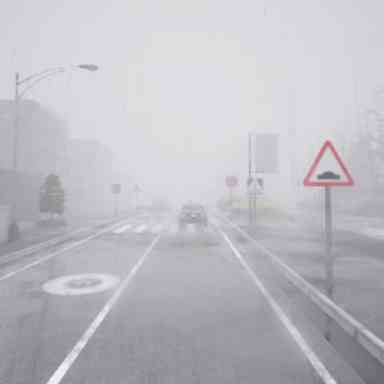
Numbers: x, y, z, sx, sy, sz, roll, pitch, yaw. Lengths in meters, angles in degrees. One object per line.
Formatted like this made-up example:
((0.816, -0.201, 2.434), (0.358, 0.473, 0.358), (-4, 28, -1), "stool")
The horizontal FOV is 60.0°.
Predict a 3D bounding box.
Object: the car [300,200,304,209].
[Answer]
((18.399, 1.743, 46.826), (4.892, 1.521, 2.231), (0, -2, -1), "car")

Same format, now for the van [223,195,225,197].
((6.329, 1.350, 39.368), (4.442, 1.987, 1.878), (0, -1, 0), "van")

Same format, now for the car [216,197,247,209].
((6.107, 1.739, 51.507), (4.553, 1.767, 2.185), (0, -2, -1), "car")

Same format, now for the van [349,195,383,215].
((18.419, 1.252, 32.867), (4.442, 1.987, 1.878), (0, -1, 0), "van")

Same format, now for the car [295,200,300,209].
((18.342, 1.562, 49.501), (5.566, 2.045, 2.435), (0, -2, -1), "car")

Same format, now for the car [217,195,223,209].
((6.182, 1.454, 45.559), (5.566, 2.045, 2.435), (0, -1, -1), "car")

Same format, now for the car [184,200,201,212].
((0.025, 1.725, 41.911), (1.994, 1.385, 4.181), (0, -1, 0), "car")

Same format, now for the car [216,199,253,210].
((6.120, 1.783, 48.469), (5.008, 1.535, 2.097), (0, -2, -1), "car")

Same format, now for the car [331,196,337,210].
((18.675, 1.556, 38.321), (5.366, 1.575, 1.946), (0, -1, 0), "car")

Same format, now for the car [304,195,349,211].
((18.413, 1.421, 44.040), (5.566, 2.045, 2.435), (0, -2, -1), "car")

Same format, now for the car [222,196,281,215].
((6.078, 1.479, 33.408), (5.366, 1.575, 1.946), (0, -1, 0), "car")

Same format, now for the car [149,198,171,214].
((-3.397, 1.396, 36.204), (2.097, 1.767, 4.553), (0, -1, 0), "car")

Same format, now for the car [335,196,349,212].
((18.697, 1.513, 35.660), (5.366, 1.575, 1.946), (0, -1, 0), "car")

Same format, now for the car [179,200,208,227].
((0.085, 1.476, 22.332), (2.033, 1.411, 5.357), (0, 0, 0), "car")
